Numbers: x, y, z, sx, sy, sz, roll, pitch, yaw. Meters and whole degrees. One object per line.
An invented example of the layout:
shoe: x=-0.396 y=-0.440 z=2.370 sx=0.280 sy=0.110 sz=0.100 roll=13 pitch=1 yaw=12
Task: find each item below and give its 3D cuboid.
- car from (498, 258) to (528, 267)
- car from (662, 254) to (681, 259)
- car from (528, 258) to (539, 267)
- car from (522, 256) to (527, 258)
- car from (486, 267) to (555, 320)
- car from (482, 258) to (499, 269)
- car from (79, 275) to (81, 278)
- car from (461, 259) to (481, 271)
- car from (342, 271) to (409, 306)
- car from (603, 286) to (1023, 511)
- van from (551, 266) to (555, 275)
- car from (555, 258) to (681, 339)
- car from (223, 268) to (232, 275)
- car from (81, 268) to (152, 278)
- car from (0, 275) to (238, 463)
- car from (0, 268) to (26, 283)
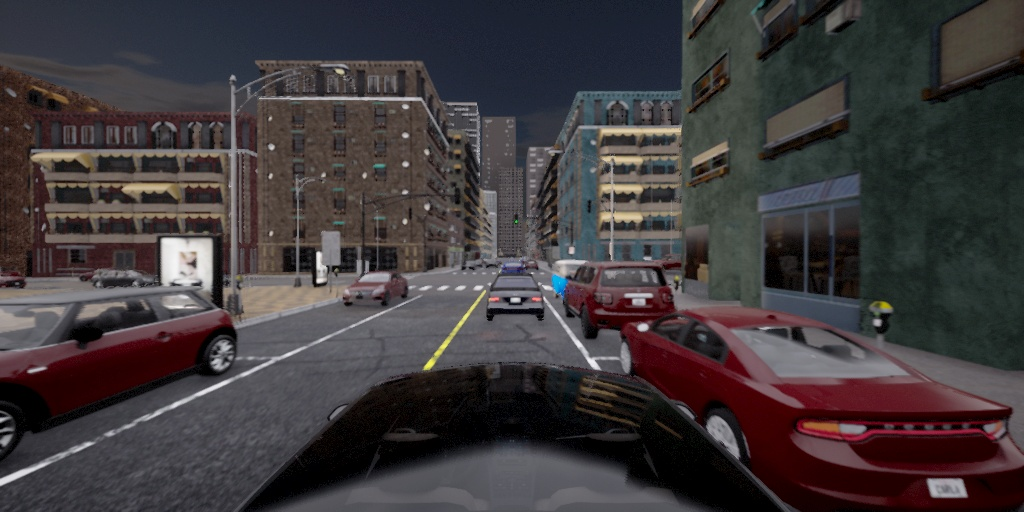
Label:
car: x=0.098 y=1.175 z=29.813 sx=1.882 sy=1.535 sz=5.008 roll=0 pitch=0 yaw=0
car: x=15.768 y=0.720 z=35.053 sx=5.009 sy=1.841 sz=2.192 roll=0 pitch=0 yaw=0
car: x=2.683 y=1.251 z=47.893 sx=1.802 sy=1.307 sz=4.207 roll=0 pitch=0 yaw=0
car: x=2.682 y=1.192 z=64.463 sx=1.888 sy=1.381 sz=4.507 roll=0 pitch=0 yaw=0
car: x=0.098 y=1.276 z=12.565 sx=2.033 sy=1.411 sz=5.357 roll=0 pitch=0 yaw=0
car: x=-3.071 y=1.165 z=54.876 sx=1.837 sy=1.490 sz=4.892 roll=0 pitch=0 yaw=0
car: x=-39.168 y=1.786 z=34.733 sx=4.207 sy=1.307 sz=1.802 roll=0 pitch=0 yaw=0
car: x=-5.698 y=1.235 z=47.904 sx=1.948 sy=1.339 sz=4.313 roll=0 pitch=0 yaw=0
car: x=-5.694 y=1.306 z=15.499 sx=1.802 sy=1.307 sz=4.207 roll=0 pitch=0 yaw=0
car: x=2.689 y=1.290 z=4.443 sx=1.888 sy=1.381 sz=4.507 roll=0 pitch=0 yaw=0
van: x=2.687 y=1.064 z=15.498 sx=1.690 sy=1.789 sz=3.998 roll=0 pitch=0 yaw=0
car: x=2.688 y=1.049 z=9.971 sx=2.192 sy=1.841 sz=5.009 roll=0 pitch=0 yaw=0
car: x=-22.396 y=1.592 z=26.266 sx=4.403 sy=1.370 sz=2.007 roll=0 pitch=0 yaw=0
car: x=-27.966 y=1.673 z=26.225 sx=4.403 sy=1.370 sz=2.007 roll=0 pitch=0 yaw=0
car: x=-5.693 y=1.185 z=4.443 sx=1.967 sy=1.591 sz=4.097 roll=0 pitch=0 yaw=0
car: x=-38.395 y=1.820 z=26.195 sx=4.507 sy=1.381 sz=1.888 roll=0 pitch=0 yaw=0
